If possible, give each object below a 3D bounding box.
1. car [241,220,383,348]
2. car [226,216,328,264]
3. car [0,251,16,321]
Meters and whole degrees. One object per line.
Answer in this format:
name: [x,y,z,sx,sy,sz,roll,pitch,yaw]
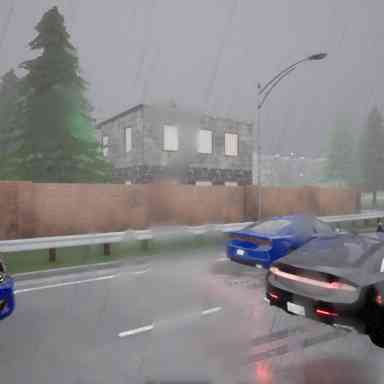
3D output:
car: [3.495,1.492,6.260,4.902,1.511,2.128,0,0,-35]
car: [3.324,1.478,10.436,5.008,1.535,1.882,0,0,-36]
car: [-5.391,1.220,4.197,5.566,2.045,2.150,0,0,-35]
